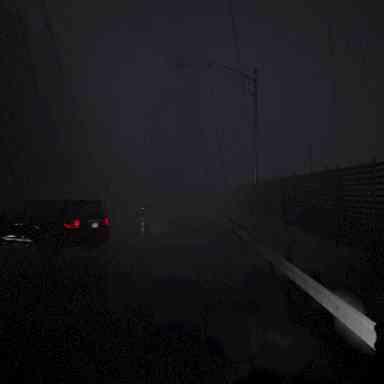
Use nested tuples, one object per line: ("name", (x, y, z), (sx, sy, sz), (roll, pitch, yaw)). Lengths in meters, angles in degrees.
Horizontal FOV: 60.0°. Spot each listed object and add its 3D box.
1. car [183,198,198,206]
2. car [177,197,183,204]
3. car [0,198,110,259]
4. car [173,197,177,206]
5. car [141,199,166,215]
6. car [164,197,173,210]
("car", (-0.024, 1.715, 58.905), (2.033, 1.411, 5.357), (0, 0, -4))
("car", (-3.919, 1.674, 68.599), (5.008, 1.535, 1.882), (0, 0, 40))
("car", (-5.765, 1.258, 12.884), (5.566, 2.045, 2.150), (0, -1, 28))
("car", (-4.013, 1.719, 54.535), (1.994, 1.385, 4.181), (0, 0, 0))
("car", (-4.101, 1.700, 34.787), (1.895, 1.301, 4.718), (0, 0, 0))
("car", (-4.064, 1.674, 44.549), (2.033, 1.411, 5.357), (0, 0, 0))
